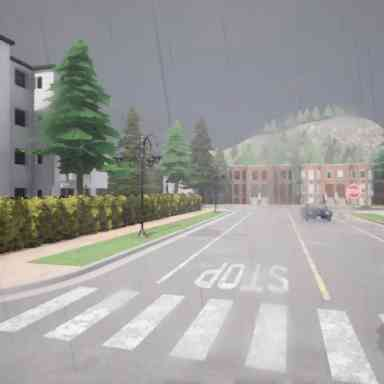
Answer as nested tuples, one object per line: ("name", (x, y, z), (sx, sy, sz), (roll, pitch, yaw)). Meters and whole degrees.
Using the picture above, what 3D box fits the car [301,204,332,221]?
("car", (10.053, 1.622, 27.173), (1.895, 1.301, 4.718), (0, 0, 13))
